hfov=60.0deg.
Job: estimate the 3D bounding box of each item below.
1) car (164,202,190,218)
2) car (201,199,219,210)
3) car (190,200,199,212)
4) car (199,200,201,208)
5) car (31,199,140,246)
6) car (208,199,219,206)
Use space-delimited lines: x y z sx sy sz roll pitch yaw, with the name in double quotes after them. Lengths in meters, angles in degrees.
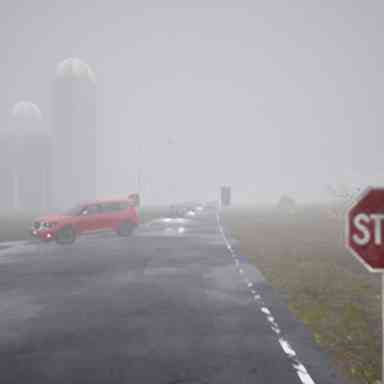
-1.586 1.902 33.760 1.994 1.385 4.181 0 -1 4 "car"
3.044 2.059 53.046 2.033 1.411 5.357 0 -1 6 "car"
-0.547 2.018 46.419 1.994 1.385 4.181 0 0 5 "car"
0.822 2.140 59.966 1.994 1.385 4.181 0 -1 6 "car"
-5.354 1.453 17.424 2.150 2.045 5.566 1 2 44 "car"
4.628 2.162 69.481 2.128 1.511 4.902 0 -1 6 "car"
